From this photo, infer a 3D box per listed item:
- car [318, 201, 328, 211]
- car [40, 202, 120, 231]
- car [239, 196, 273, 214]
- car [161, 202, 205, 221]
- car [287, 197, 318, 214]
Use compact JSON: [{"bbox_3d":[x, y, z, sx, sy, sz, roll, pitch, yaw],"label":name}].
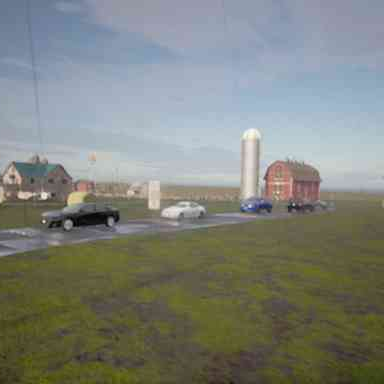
[{"bbox_3d":[20.306,2.150,52.713,1.837,1.490,4.892,2,0,28],"label":"car"},{"bbox_3d":[-6.681,1.394,20.321,1.882,1.535,5.008,2,0,35],"label":"car"},{"bbox_3d":[7.781,1.507,39.921,2.150,2.045,5.566,2,1,37],"label":"car"},{"bbox_3d":[-0.617,1.594,28.590,1.812,1.442,4.674,2,0,37],"label":"car"},{"bbox_3d":[14.366,1.708,43.900,2.150,2.045,5.566,2,0,36],"label":"car"}]
